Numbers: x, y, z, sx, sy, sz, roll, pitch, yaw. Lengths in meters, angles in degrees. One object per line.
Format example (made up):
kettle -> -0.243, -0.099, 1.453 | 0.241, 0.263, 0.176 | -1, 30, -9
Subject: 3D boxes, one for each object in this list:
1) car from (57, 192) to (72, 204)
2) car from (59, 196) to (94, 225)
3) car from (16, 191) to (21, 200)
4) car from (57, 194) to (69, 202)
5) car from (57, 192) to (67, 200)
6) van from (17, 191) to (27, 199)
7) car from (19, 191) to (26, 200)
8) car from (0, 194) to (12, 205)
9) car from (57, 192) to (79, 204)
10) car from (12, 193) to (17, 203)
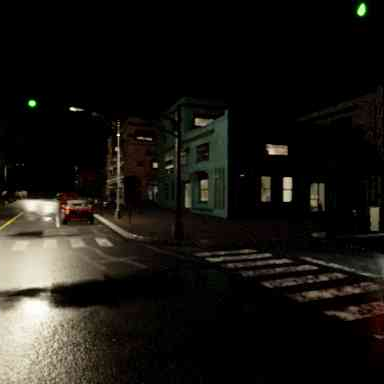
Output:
car -> -20.842, 0.922, 54.257 | 2.192, 1.841, 5.009 | 2, 0, -22
car -> -7.864, 1.289, 22.786 | 1.967, 1.590, 4.097 | 2, 0, -22
car -> -30.744, 1.029, 56.269 | 1.947, 1.339, 4.313 | 2, 0, -22
car -> -25.177, 1.092, 64.747 | 1.947, 1.339, 4.313 | 2, 0, -22
car -> -29.500, 0.886, 75.237 | 1.967, 1.590, 4.097 | 2, 0, -22
van -> -39.391, 0.643, 77.251 | 1.690, 1.788, 3.998 | 2, 0, -22
car -> -35.070, 0.933, 66.760 | 2.008, 1.369, 4.403 | 2, 0, -22
car -> -26.417, 1.126, 45.779 | 1.802, 1.307, 4.206 | 2, 0, -22
car -> -12.187, 1.083, 33.277 | 2.192, 1.841, 5.009 | 2, 0, -22
car -> -28.580, 1.069, 51.025 | 1.947, 1.339, 4.313 | 2, 0, -22
